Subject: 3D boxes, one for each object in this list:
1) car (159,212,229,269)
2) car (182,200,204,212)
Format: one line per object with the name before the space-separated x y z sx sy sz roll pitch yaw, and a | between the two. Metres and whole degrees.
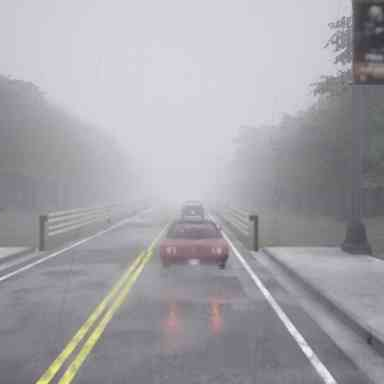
car | 0.073 1.567 11.047 1.895 1.301 4.718 0 0 0
car | 0.085 1.438 28.521 1.812 1.442 4.674 0 0 0
